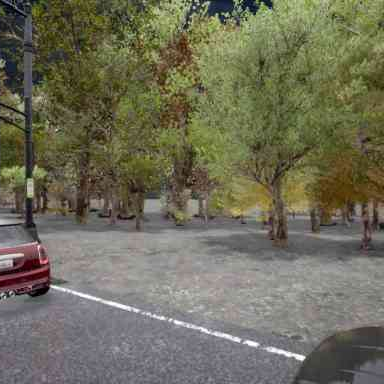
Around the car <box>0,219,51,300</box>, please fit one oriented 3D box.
[{"bbox_3d":[-5.195,1.350,7.379,4.553,1.767,2.097,0,1,35],"label":"car"}]

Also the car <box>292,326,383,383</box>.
[{"bbox_3d":[2.944,1.497,1.588,4.892,1.490,1.837,0,1,36],"label":"car"}]
